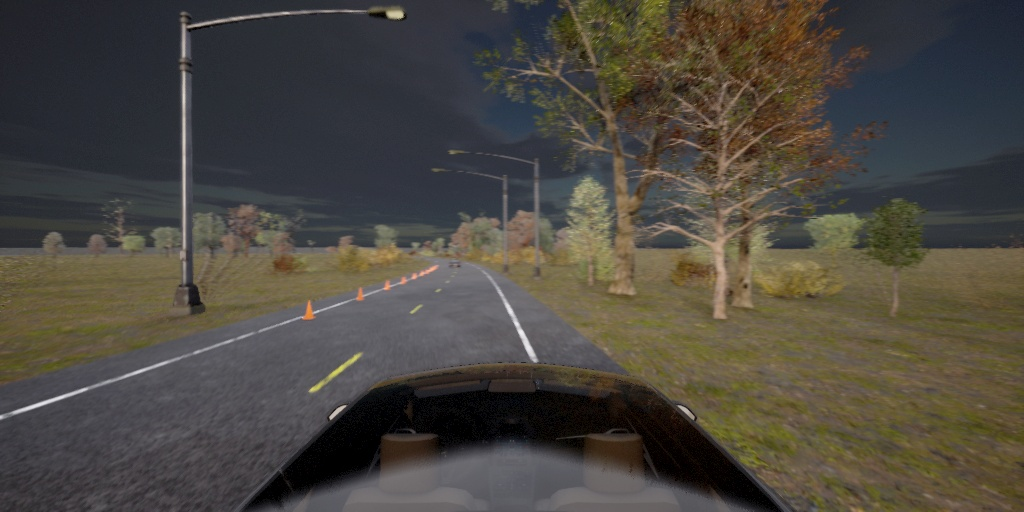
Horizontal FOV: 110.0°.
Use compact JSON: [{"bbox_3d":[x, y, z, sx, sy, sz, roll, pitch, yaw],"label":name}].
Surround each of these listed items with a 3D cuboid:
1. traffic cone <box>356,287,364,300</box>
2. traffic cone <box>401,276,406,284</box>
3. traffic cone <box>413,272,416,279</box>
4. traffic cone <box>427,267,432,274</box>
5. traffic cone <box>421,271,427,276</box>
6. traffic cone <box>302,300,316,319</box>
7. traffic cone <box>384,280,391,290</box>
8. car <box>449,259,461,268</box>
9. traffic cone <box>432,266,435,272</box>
[{"bbox_3d":[-7.036,1.737,16.658,0.340,0.580,0.340,0,0,-5],"label":"traffic cone"},{"bbox_3d":[-8.007,1.733,26.565,0.340,0.580,0.340,0,0,-6],"label":"traffic cone"},{"bbox_3d":[-8.550,1.732,31.512,0.340,0.580,0.340,0,0,-7],"label":"traffic cone"},{"bbox_3d":[-9.755,1.724,41.392,0.340,0.580,0.340,0,0,-7],"label":"traffic cone"},{"bbox_3d":[-9.133,1.728,36.454,0.340,0.580,0.340,0,0,-7],"label":"traffic cone"},{"bbox_3d":[-6.610,1.738,11.700,0.340,0.580,0.340,0,0,-5],"label":"traffic cone"},{"bbox_3d":[-7.501,1.735,21.613,0.340,0.580,0.340,0,0,-6],"label":"traffic cone"},{"bbox_3d":[-9.510,1.265,59.777,2.033,1.411,5.357,0,0,-11],"label":"car"},{"bbox_3d":[-10.415,1.718,46.324,0.340,0.580,0.340,0,0,-8],"label":"traffic cone"}]
